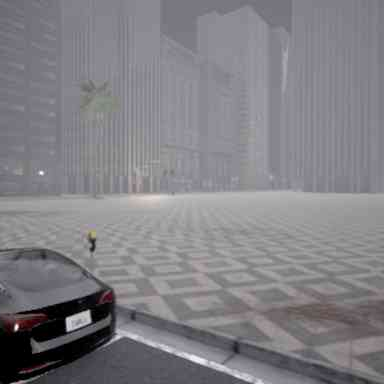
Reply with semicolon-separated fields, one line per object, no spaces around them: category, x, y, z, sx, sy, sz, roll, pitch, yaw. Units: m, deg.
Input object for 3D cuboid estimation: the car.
car;-3.026;1.538;5.121;4.313;1.339;1.947;0;0;35
